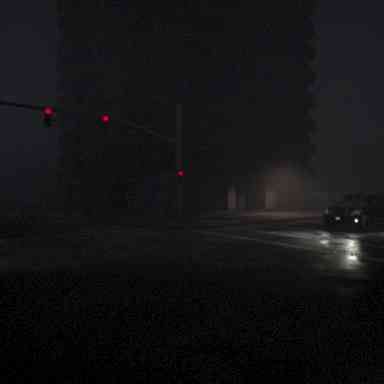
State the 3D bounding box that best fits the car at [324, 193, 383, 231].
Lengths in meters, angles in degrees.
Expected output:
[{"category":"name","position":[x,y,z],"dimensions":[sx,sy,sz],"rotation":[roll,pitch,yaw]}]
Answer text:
[{"category":"car","position":[10.209,1.073,19.858],"dimensions":[5.566,2.045,2.150],"rotation":[-1,0,-36]}]
